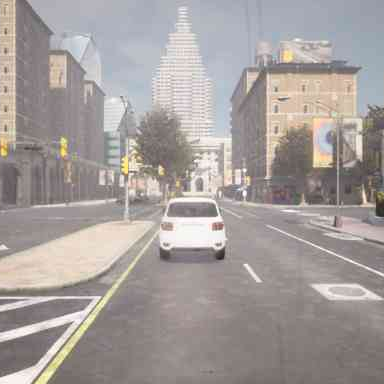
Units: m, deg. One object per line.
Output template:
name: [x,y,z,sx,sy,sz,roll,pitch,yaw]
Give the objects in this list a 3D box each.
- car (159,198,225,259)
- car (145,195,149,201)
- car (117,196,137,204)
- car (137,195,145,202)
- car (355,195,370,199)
car: [-0.007,1.221,12.778,2.150,2.045,5.566,0,0,-1]
car: [-12.266,1.500,86.898,1.837,1.490,4.892,0,0,-1]
car: [-12.102,1.505,62.171,1.837,1.490,4.892,0,0,0]
car: [-12.142,1.595,72.871,1.895,1.301,4.718,0,0,-1]
car: [37.283,1.481,75.392,2.231,1.521,4.892,0,0,-1]
